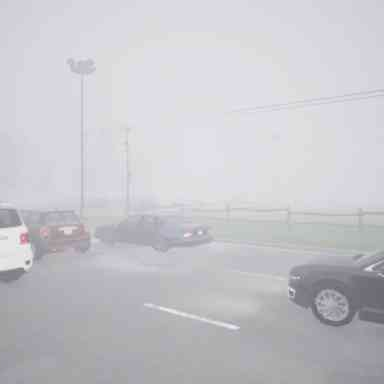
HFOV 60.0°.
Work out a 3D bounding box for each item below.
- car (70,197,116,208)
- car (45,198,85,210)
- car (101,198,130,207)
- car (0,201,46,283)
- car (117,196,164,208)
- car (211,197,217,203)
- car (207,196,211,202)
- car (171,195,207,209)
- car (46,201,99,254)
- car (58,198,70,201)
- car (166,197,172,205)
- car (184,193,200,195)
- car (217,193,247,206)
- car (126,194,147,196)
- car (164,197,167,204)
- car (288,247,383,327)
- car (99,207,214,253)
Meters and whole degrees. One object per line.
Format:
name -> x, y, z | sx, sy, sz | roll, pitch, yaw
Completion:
car -> -12.082, 1.412, 40.930 | 2.097, 1.767, 4.553 | 0, 0, 35
car -> -17.307, 1.577, 45.665 | 1.837, 1.490, 4.892 | 0, 0, 35
car -> -12.064, 1.636, 52.868 | 1.994, 1.385, 4.181 | 0, 0, 37
car -> -6.372, 1.238, 8.499 | 5.566, 2.045, 2.150 | 0, 0, 35
car -> -5.763, 1.552, 37.751 | 1.837, 1.490, 4.892 | 0, 0, 36
car -> 6.451, 1.410, 66.210 | 2.097, 1.767, 4.553 | 0, 0, 36
car -> 3.046, 1.538, 73.402 | 1.882, 1.535, 5.008 | 0, 0, 36
car -> -0.321, 1.572, 45.231 | 1.812, 1.442, 4.674 | 0, 0, 36
car -> -5.903, 1.373, 12.455 | 4.553, 1.767, 2.097 | 0, 0, 35
car -> -14.719, 1.571, 43.265 | 1.837, 1.490, 4.892 | 0, 0, 36
car -> -1.397, 1.606, 55.607 | 2.033, 1.411, 5.357 | 0, 0, 36
car -> -0.436, 1.283, 62.791 | 2.150, 2.045, 5.566 | 0, 0, 37
car -> 7.039, 1.268, 55.285 | 2.150, 2.045, 5.566 | 0, 0, 37
car -> -7.048, 1.412, 47.889 | 2.097, 1.767, 4.553 | 0, 0, 36
car -> -4.941, 1.597, 62.553 | 1.812, 1.442, 4.674 | 0, 0, 36
car -> 4.054, 1.506, 5.399 | 4.892, 1.490, 1.837 | 1, 0, 36
car -> -1.730, 1.564, 13.799 | 5.357, 1.411, 2.033 | 0, 0, 36
